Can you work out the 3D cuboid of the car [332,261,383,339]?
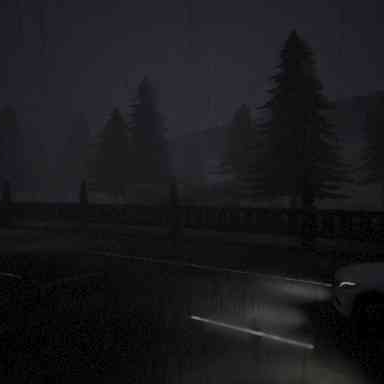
[{"bbox_3d":[4.583,1.510,4.868,4.674,1.442,1.812,0,0,35],"label":"car"}]
